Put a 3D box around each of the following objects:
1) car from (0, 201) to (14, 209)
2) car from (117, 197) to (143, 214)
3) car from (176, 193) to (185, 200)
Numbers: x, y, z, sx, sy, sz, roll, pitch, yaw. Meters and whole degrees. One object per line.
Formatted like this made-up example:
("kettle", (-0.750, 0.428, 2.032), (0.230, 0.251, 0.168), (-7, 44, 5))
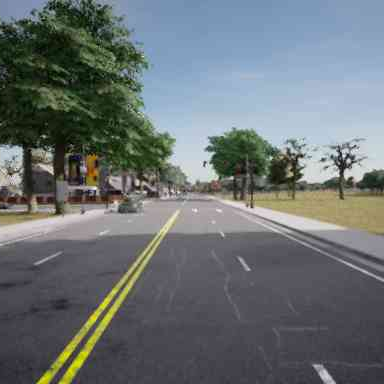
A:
("car", (-28.896, 1.859, 48.233), (5.357, 1.411, 2.033), (-1, 1, 0))
("car", (-6.538, 1.348, 35.583), (2.097, 1.767, 4.553), (0, 0, 1))
("car", (-3.237, 1.198, 92.121), (2.150, 2.045, 5.566), (0, 0, 0))
